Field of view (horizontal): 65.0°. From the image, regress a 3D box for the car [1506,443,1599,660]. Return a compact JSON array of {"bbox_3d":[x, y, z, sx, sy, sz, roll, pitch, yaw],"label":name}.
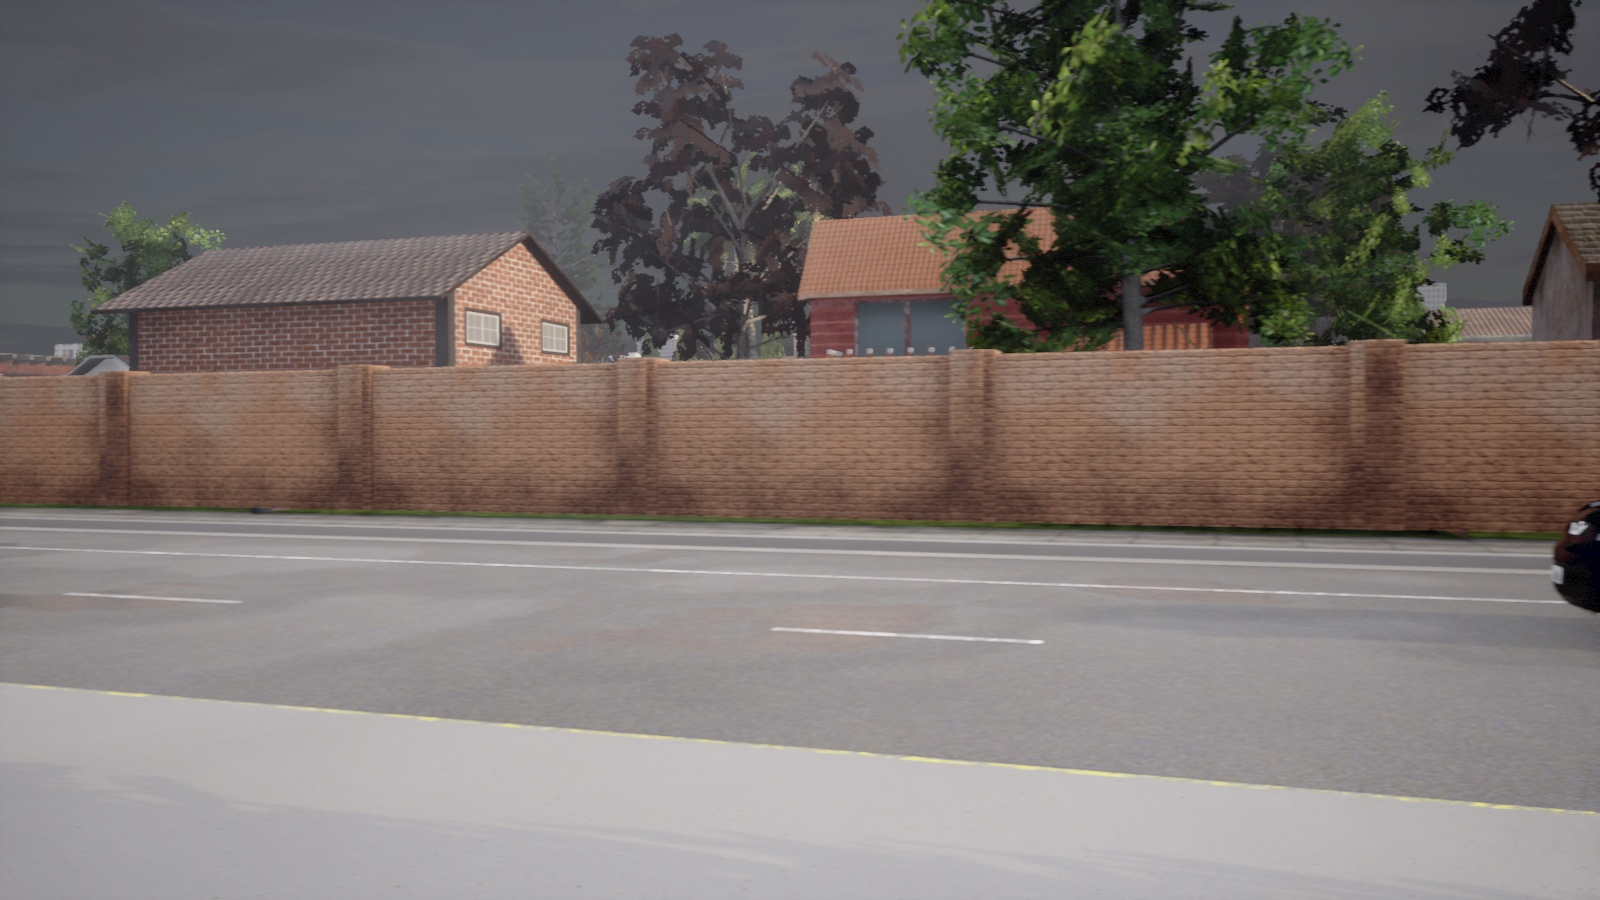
[{"bbox_3d":[7.399,0.722,9.144,3.633,1.501,1.845,1,1,19],"label":"car"}]
